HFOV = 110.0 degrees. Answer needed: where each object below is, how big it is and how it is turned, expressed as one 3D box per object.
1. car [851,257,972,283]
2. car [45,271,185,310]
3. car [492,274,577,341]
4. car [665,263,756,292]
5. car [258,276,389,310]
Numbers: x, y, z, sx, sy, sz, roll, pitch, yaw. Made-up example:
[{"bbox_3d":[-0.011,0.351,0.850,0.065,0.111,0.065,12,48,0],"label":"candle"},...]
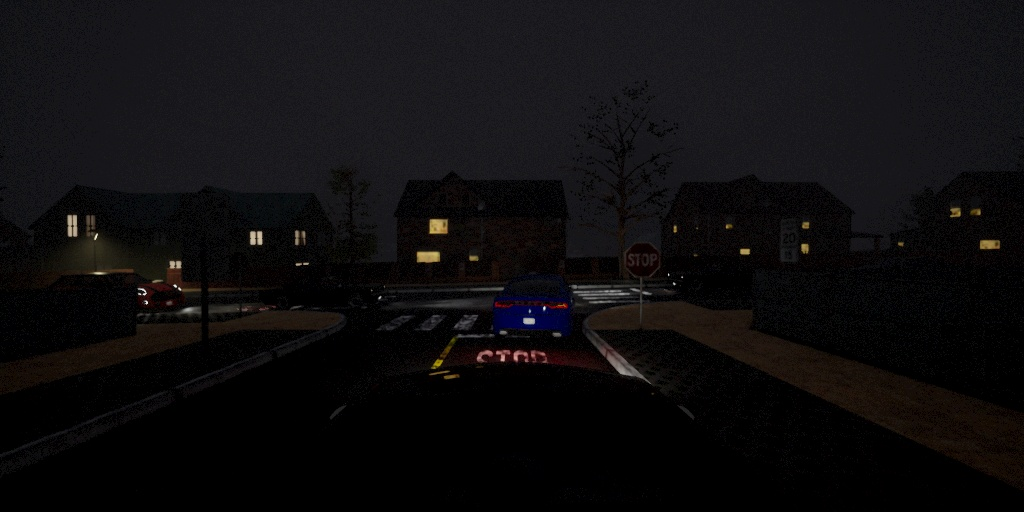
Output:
[{"bbox_3d":[20.044,0.758,18.214,5.357,1.411,2.033,-1,1,0],"label":"car"},{"bbox_3d":[-16.809,1.475,15.217,4.553,1.767,2.097,-1,1,0],"label":"car"},{"bbox_3d":[0.780,1.229,10.029,1.882,1.535,5.008,0,0,10],"label":"car"},{"bbox_3d":[10.399,1.038,18.171,4.718,1.301,1.895,-1,1,-1],"label":"car"},{"bbox_3d":[-7.821,1.509,15.231,4.718,1.301,1.895,-1,1,0],"label":"car"}]
